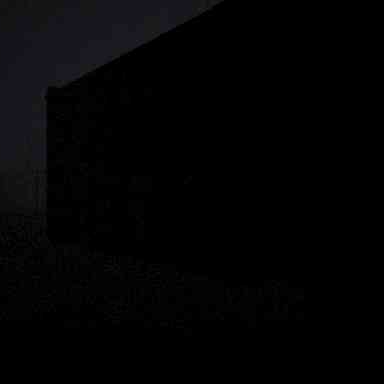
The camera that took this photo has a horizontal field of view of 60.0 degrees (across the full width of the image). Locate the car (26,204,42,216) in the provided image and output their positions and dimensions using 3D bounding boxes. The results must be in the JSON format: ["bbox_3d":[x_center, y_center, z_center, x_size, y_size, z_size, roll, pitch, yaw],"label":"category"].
[{"bbox_3d":[-24.481,2.800,47.255,4.792,1.488,2.163,0,-2,16],"label":"car"}]

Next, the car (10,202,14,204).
[{"bbox_3d":[-34.739,3.006,58.752,5.008,1.535,2.097,0,-2,16],"label":"car"}]

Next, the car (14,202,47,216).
[{"bbox_3d":[-23.704,2.747,49.936,4.553,1.767,2.185,0,-2,16],"label":"car"}]

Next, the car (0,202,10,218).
[{"bbox_3d":[-25.973,2.417,41.894,4.553,1.767,2.185,0,-2,16],"label":"car"}]

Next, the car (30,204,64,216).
[{"bbox_3d":[-22.930,2.840,52.605,4.553,1.767,2.185,0,-2,16],"label":"car"}]

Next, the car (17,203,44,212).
[{"bbox_3d":[-32.431,3.086,66.798,4.553,1.767,2.185,0,-1,16],"label":"car"}]

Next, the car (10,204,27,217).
[{"bbox_3d":[-25.201,2.690,44.563,4.792,1.488,2.163,0,-2,16],"label":"car"}]

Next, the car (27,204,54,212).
[{"bbox_3d":[-31.620,3.264,69.461,5.008,1.535,2.097,0,-1,16],"label":"car"}]
